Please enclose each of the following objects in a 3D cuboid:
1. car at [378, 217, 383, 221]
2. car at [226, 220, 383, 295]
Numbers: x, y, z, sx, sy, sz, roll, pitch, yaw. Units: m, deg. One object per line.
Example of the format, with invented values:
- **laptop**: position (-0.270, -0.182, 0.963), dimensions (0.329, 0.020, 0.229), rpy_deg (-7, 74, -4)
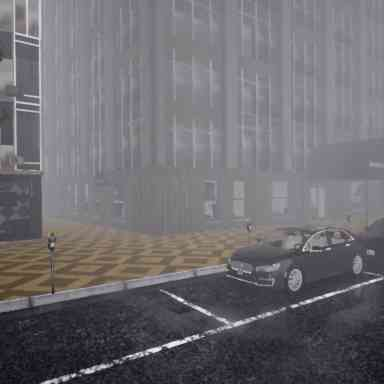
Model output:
- **car**: position (7.456, 1.563, 11.934), dimensions (4.313, 1.339, 1.947), rpy_deg (0, -1, -36)
- **car**: position (2.838, 1.549, 8.620), dimensions (4.403, 1.369, 2.008), rpy_deg (0, -1, -36)
